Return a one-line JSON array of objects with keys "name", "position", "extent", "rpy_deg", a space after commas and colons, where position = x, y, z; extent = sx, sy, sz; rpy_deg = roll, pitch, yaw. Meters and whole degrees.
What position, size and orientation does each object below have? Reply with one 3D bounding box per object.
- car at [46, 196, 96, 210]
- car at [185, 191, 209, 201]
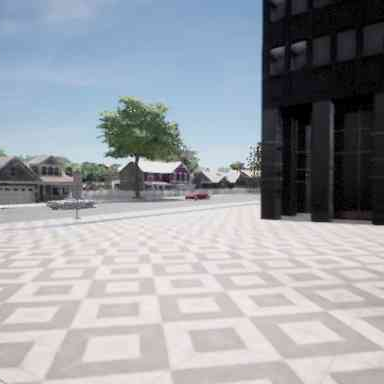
[{"name": "car", "position": [-12.296, 1.081, 33.952], "extent": [1.895, 1.301, 4.718], "rpy_deg": [1, 1, 35]}, {"name": "car", "position": [0.838, 0.541, 52.495], "extent": [1.882, 1.535, 5.008], "rpy_deg": [1, 1, 36]}]
